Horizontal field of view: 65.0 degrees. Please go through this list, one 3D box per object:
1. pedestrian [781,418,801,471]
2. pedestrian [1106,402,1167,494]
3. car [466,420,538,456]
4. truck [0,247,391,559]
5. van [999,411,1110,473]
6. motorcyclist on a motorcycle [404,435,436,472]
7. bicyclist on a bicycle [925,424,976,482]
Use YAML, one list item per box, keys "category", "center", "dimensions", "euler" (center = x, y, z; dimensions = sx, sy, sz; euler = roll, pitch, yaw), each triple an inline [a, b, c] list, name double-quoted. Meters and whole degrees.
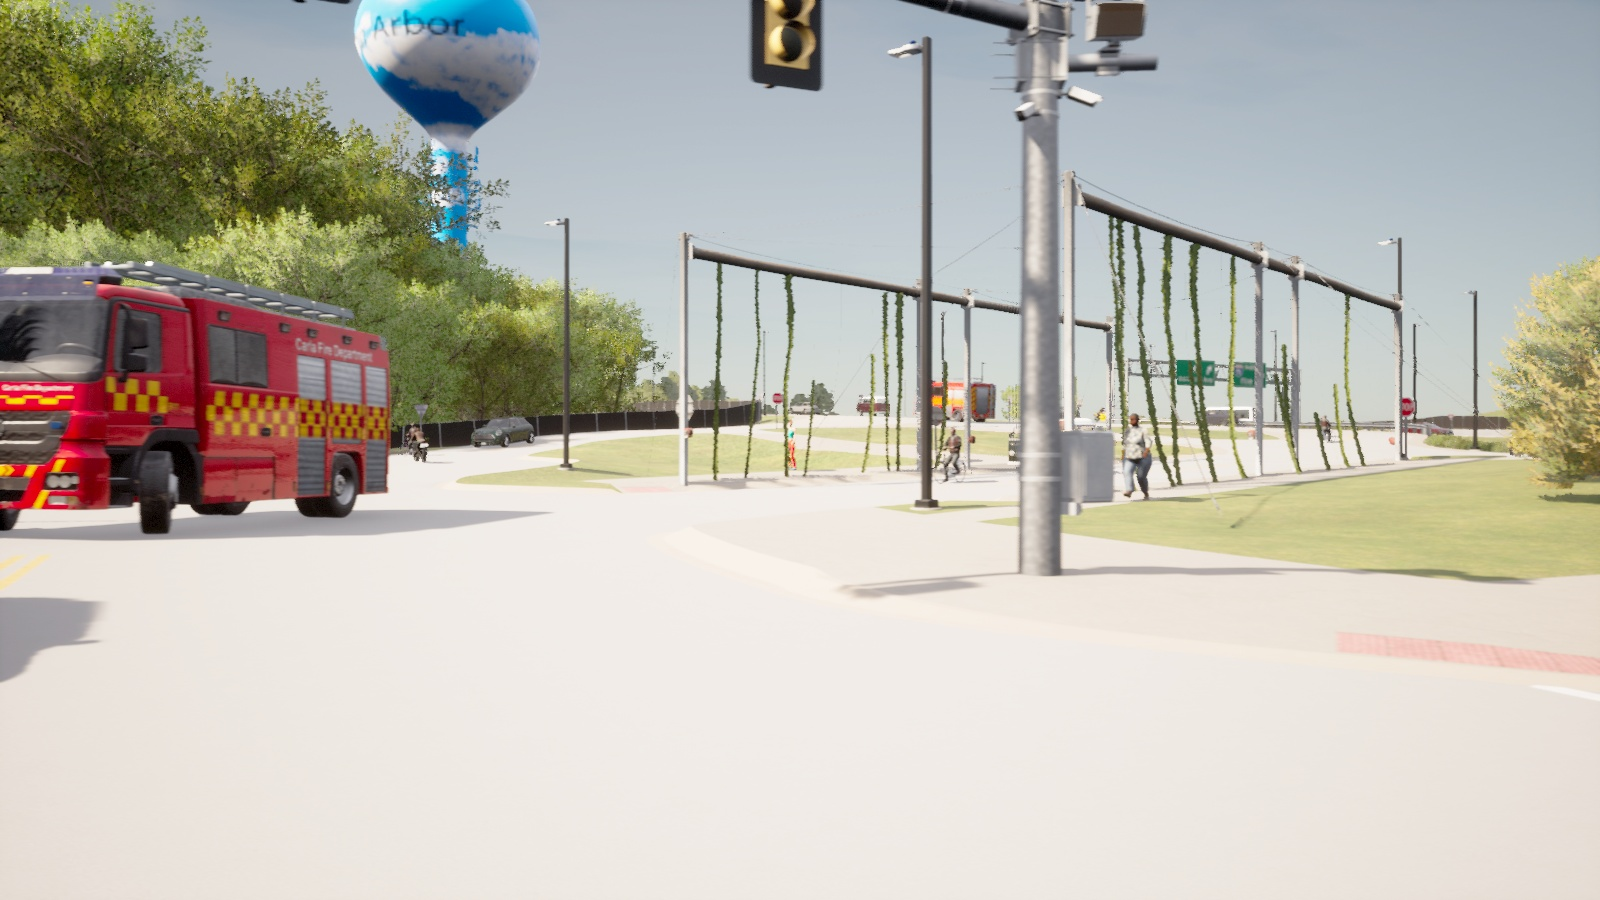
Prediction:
- category: "pedestrian"
  center: [-0.320, -0.191, 44.532]
  dimensions: [0.345, 1.836, 0.594]
  euler: [-1, 0, 41]
- category: "pedestrian"
  center: [6.924, -0.040, 25.846]
  dimensions: [0.874, 1.855, 0.900]
  euler: [-1, 0, 40]
- category: "car"
  center: [-17.697, -0.756, 74.834]
  dimensions: [2.097, 1.767, 4.553]
  euler: [-1, 5, 17]
- category: "truck"
  center: [-9.739, -0.538, 19.771]
  dimensions: [2.891, 3.827, 8.468]
  euler: [-1, 0, 7]
- category: "van"
  center: [9.265, -0.320, 45.474]
  dimensions: [2.069, 2.038, 4.480]
  euler: [-1, 2, 38]
- category: "motorcyclist on a motorcycle"
  center: [-16.243, 0.138, 53.664]
  dimensions: [0.797, 1.523, 2.044]
  euler: [-3, 2, -30]
- category: "bicyclist on a bicycle"
  center: [4.771, 0.077, 39.723]
  dimensions: [0.659, 1.776, 1.843]
  euler: [-1, 1, 39]
